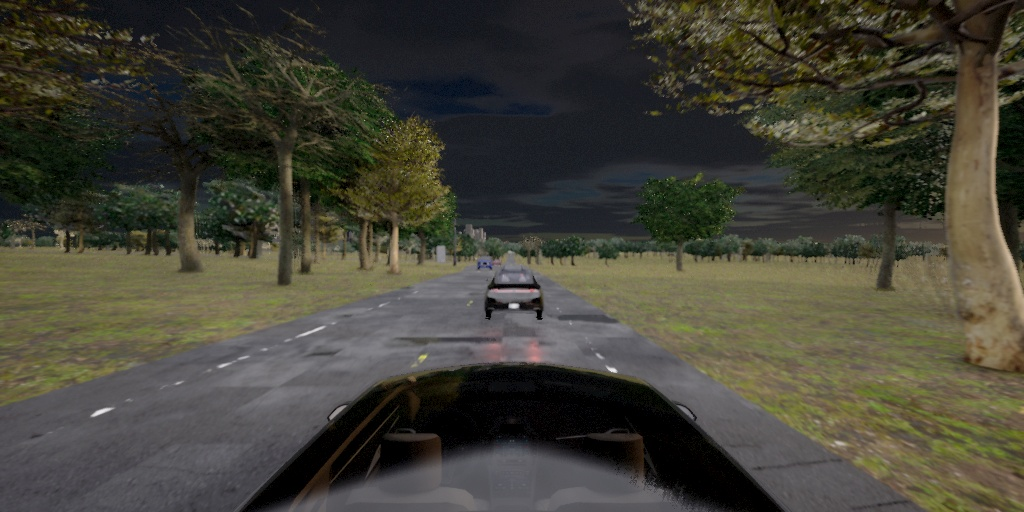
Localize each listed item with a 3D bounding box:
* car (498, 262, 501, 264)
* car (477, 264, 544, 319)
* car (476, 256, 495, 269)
[{"bbox_3d":[0.068,1.334,26.681,1.895,1.301,4.718,0,0,0],"label":"car"},{"bbox_3d":[0.071,1.222,12.697,2.128,1.511,4.902,0,0,0],"label":"car"},{"bbox_3d":[-3.976,1.041,52.560,2.150,2.045,5.566,0,-1,-4],"label":"car"}]
